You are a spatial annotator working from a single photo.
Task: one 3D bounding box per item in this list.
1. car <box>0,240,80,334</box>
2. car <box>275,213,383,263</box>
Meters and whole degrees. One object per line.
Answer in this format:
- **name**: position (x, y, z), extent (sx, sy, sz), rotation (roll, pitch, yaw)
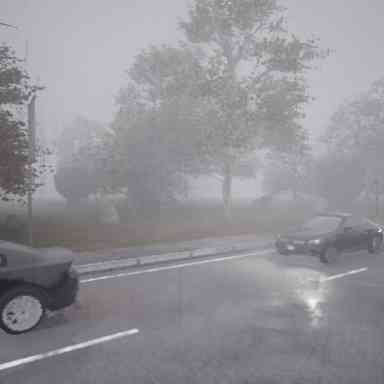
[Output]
- **car**: position (-4.370, 1.483, 5.172), extent (5.008, 1.535, 1.882), rotation (0, 0, -35)
- **car**: position (5.025, 1.485, 11.864), extent (4.674, 1.442, 1.812), rotation (0, 0, -35)
